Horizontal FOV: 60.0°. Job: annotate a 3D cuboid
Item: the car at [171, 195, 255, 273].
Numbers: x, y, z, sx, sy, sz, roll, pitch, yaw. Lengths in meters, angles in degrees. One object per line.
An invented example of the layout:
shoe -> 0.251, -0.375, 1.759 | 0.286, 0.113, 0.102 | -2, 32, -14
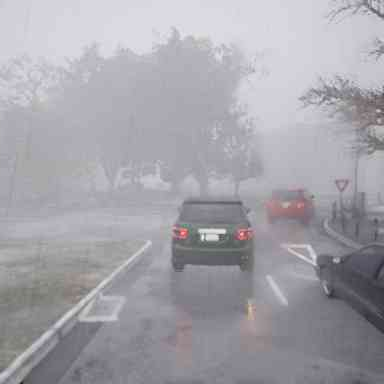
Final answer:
car -> 0.695, 1.081, 10.505 | 2.150, 2.045, 5.566 | 0, 2, 5

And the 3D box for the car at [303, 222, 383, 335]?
car -> 3.602, 1.512, 5.197 | 2.033, 1.411, 5.357 | 0, 1, 2

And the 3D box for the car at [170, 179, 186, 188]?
car -> -2.697, -1.816, 71.101 | 2.150, 2.045, 5.566 | -1, 2, -10

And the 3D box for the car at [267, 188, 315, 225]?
car -> 6.041, 0.744, 20.050 | 2.150, 2.045, 5.566 | 1, 3, 24

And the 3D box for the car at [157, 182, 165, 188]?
car -> -7.612, -1.817, 81.288 | 1.882, 1.535, 5.008 | 0, 1, -5

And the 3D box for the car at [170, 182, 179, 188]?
car -> -4.360, -1.771, 81.454 | 2.033, 1.411, 5.357 | 0, 1, -5

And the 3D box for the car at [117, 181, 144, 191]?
car -> -10.548, -1.063, 57.126 | 4.553, 1.767, 2.097 | 0, 3, 0
